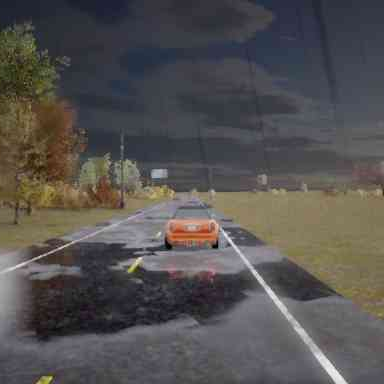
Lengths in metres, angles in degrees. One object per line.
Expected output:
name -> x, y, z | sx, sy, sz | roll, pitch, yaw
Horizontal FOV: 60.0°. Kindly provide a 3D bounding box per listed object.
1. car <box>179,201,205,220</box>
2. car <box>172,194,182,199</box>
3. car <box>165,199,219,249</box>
car -> 0.000, 1.560, 29.650 | 2.033, 1.411, 5.357 | 0, 0, 0
car -> -3.500, 1.344, 76.768 | 2.097, 1.767, 4.553 | 0, 0, 0
car -> 0.000, 1.364, 14.620 | 2.097, 1.767, 4.553 | 0, 0, 0
